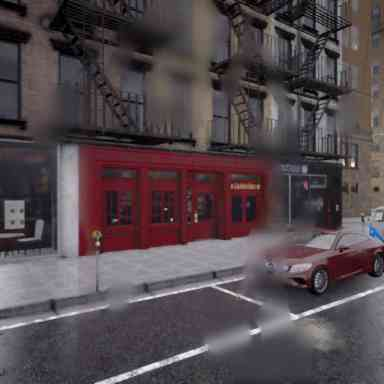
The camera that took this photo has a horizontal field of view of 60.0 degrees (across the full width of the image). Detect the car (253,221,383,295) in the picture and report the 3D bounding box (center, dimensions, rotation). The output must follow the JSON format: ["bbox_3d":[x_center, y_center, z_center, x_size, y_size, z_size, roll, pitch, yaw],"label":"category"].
[{"bbox_3d":[3.458,1.581,8.648,4.206,1.307,1.802,0,0,-35],"label":"car"}]

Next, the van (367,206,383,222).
[{"bbox_3d":[7.865,1.340,11.780,3.998,1.788,1.690,0,0,-35],"label":"van"}]
